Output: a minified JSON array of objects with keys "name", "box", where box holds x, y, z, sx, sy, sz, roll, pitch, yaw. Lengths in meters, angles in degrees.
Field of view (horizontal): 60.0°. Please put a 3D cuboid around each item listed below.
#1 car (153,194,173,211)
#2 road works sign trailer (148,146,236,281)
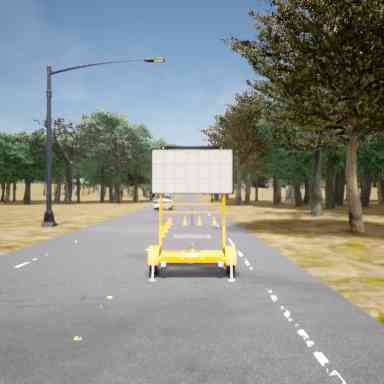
[{"name":"car","box":[-3.596,1.298,42.007,2.150,2.045,5.566,0,0,0]},{"name":"road works sign trailer","box":[0.008,0.466,9.784,2.380,3.560,2.880,0,0,0]}]
